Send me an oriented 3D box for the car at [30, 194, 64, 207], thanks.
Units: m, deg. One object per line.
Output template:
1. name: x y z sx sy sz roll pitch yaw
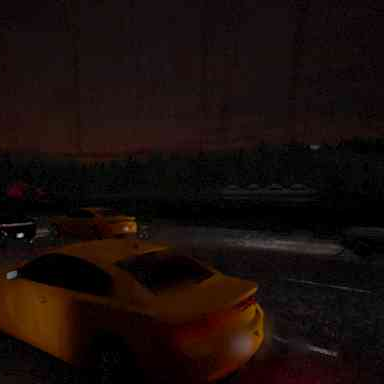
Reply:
1. car: -17.242 1.211 40.038 1.905 1.878 3.866 0 0 35

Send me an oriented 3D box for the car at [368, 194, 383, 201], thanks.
1. car: 33.884 1.207 59.093 4.605 1.855 1.932 0 0 35

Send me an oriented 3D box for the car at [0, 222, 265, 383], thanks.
1. car: -1.430 1.477 5.014 5.008 1.535 1.882 0 0 36

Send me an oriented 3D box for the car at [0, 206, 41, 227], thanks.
1. car: -8.754 1.491 14.543 4.902 1.511 2.128 0 0 36

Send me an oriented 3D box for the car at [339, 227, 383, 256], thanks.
1. car: 7.689 1.600 11.409 4.718 1.301 1.895 0 0 36

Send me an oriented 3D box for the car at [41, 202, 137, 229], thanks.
1. car: -4.895 1.477 16.089 5.008 1.535 1.882 0 0 36
